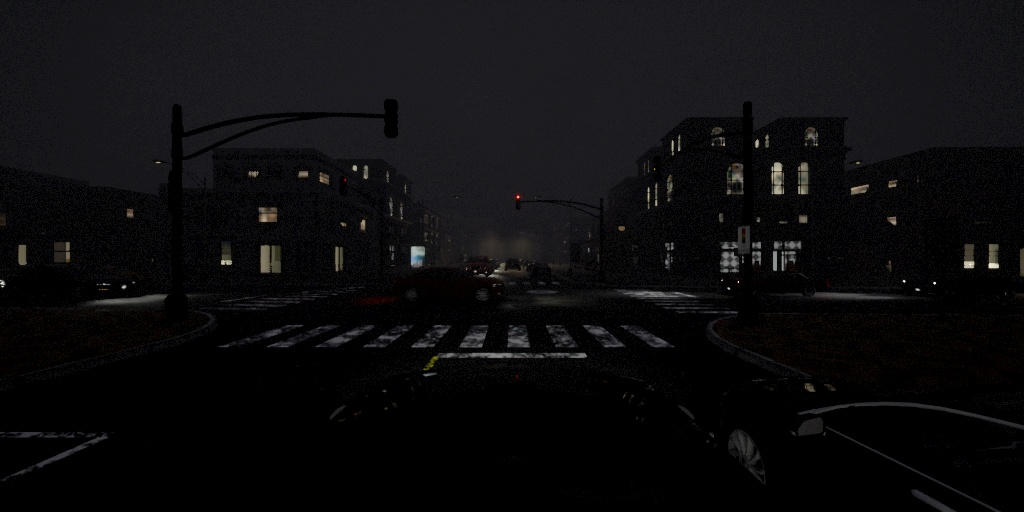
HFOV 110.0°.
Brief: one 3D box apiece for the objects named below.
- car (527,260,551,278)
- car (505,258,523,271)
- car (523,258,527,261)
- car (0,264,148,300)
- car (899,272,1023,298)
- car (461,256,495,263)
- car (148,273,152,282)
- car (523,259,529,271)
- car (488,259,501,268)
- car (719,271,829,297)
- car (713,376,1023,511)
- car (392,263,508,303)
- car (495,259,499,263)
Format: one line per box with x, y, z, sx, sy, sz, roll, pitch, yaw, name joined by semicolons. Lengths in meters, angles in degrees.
2.690;1.320;33.961;1.948;1.339;4.313;0;0;0;car
0.100;1.109;51.029;2.097;1.767;4.553;0;0;0;car
2.690;1.311;61.570;2.007;1.370;4.403;0;0;0;car
-20.234;1.165;16.487;4.892;1.490;1.837;0;0;1;car
23.750;1.482;19.011;4.718;1.301;1.895;0;0;1;car
-3.112;0.976;33.511;2.150;2.045;5.566;0;0;1;car
-25.454;1.195;22.356;4.829;1.417;1.751;0;0;1;car
2.690;1.338;45.003;1.802;1.307;4.207;0;0;0;car
-3.051;1.308;63.081;2.033;1.411;5.357;0;0;1;car
13.801;1.433;19.158;4.718;1.301;1.895;0;0;1;car
2.691;1.300;1.571;2.007;1.370;4.403;0;0;0;car
-2.819;1.230;16.212;5.008;1.535;1.882;0;0;1;car
-3.095;1.247;43.438;2.128;1.511;4.902;0;0;1;car
